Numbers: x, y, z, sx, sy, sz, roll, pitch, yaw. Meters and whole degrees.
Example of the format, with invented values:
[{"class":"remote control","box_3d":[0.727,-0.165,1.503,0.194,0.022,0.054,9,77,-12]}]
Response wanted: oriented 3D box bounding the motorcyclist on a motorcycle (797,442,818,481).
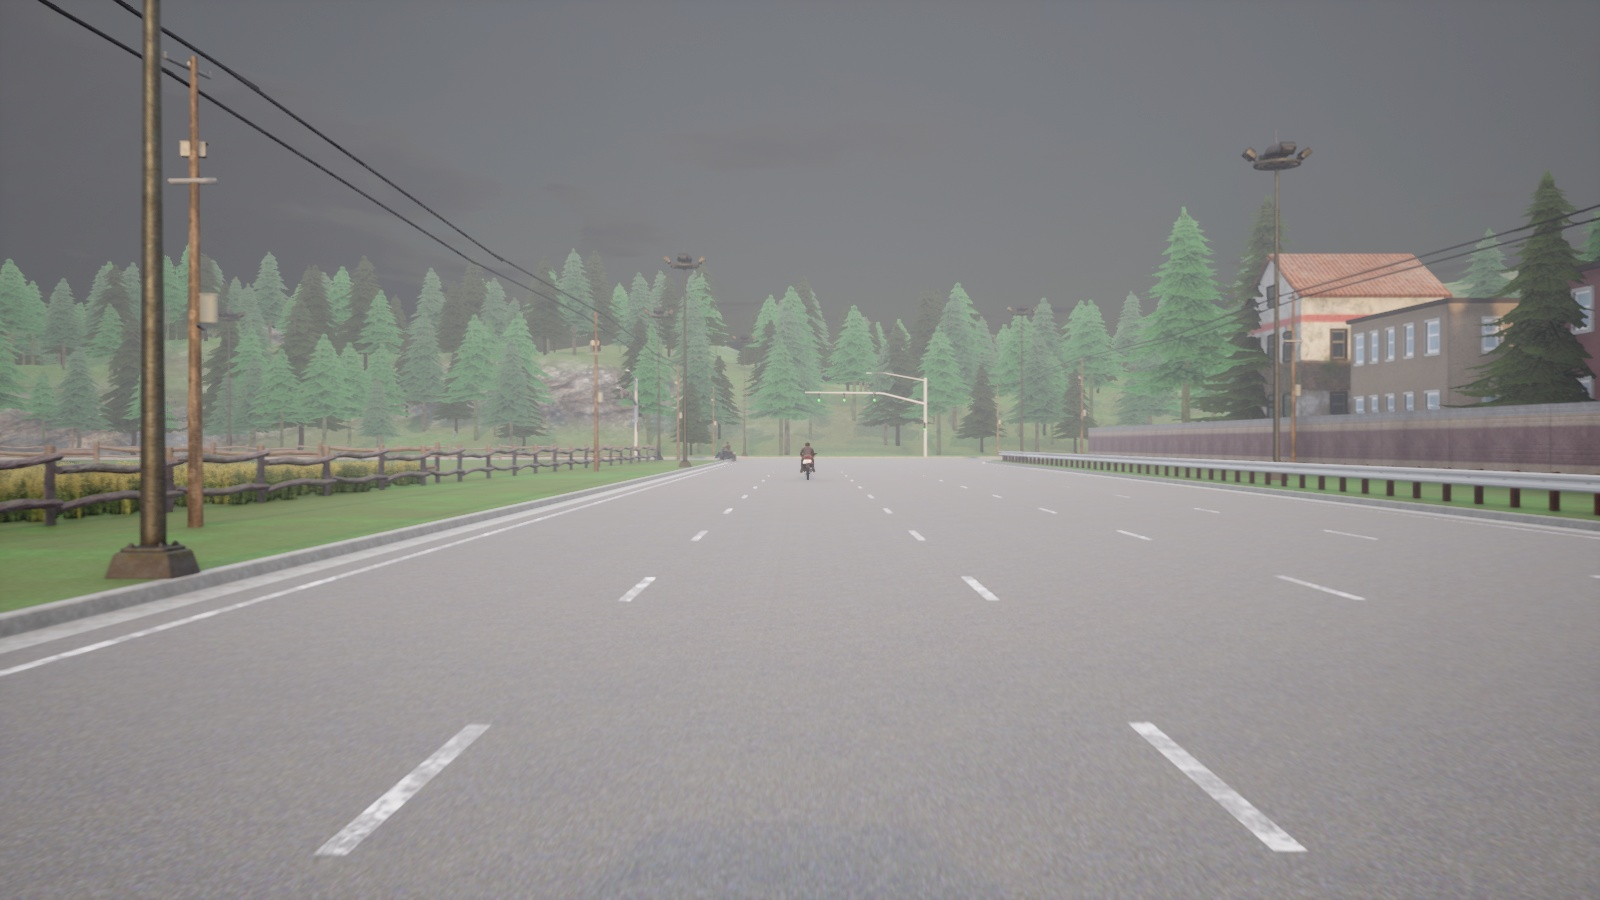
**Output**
[{"class":"motorcyclist on a motorcycle","box_3d":[0.303,0.445,50.364,0.797,1.523,2.044,0,0,0]}]
